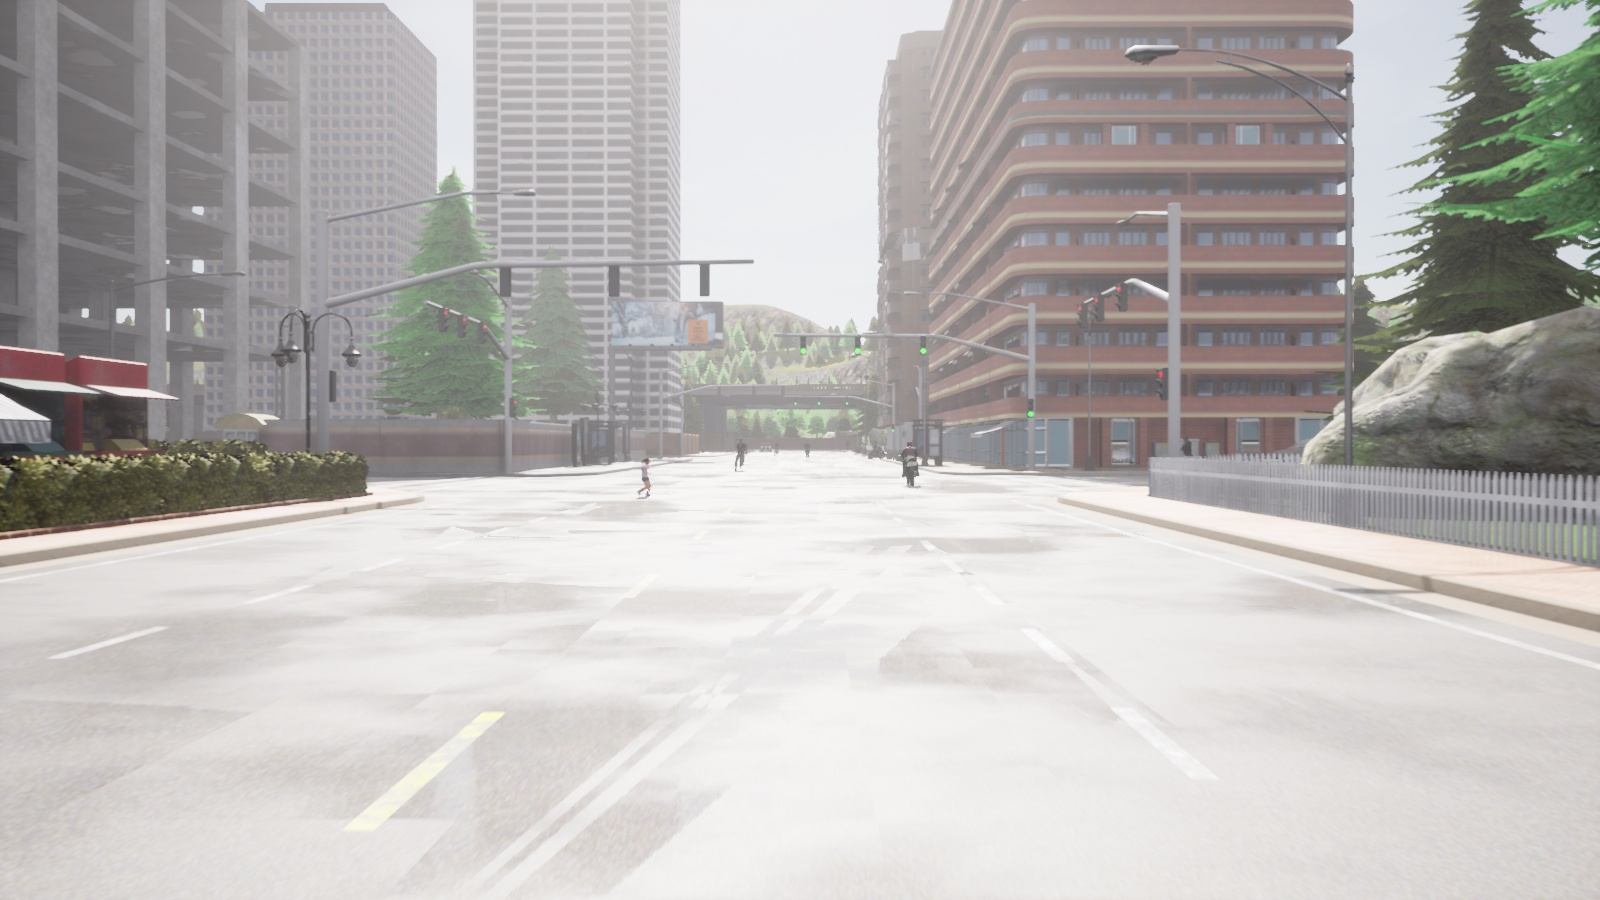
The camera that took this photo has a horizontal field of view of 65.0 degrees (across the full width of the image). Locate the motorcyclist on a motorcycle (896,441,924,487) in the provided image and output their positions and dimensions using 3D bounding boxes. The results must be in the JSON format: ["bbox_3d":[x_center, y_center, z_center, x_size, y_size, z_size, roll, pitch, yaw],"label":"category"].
[{"bbox_3d":[3.761,0.469,42.931,0.797,1.523,2.044,0,0,0],"label":"motorcyclist on a motorcycle"}]

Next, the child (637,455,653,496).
[{"bbox_3d":[-4.209,0.699,34.106,0.394,1.110,0.255,0,0,7],"label":"child"}]

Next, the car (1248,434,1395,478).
[{"bbox_3d":[19.956,0.215,48.123,5.027,1.651,2.152,0,0,-19],"label":"car"}]
